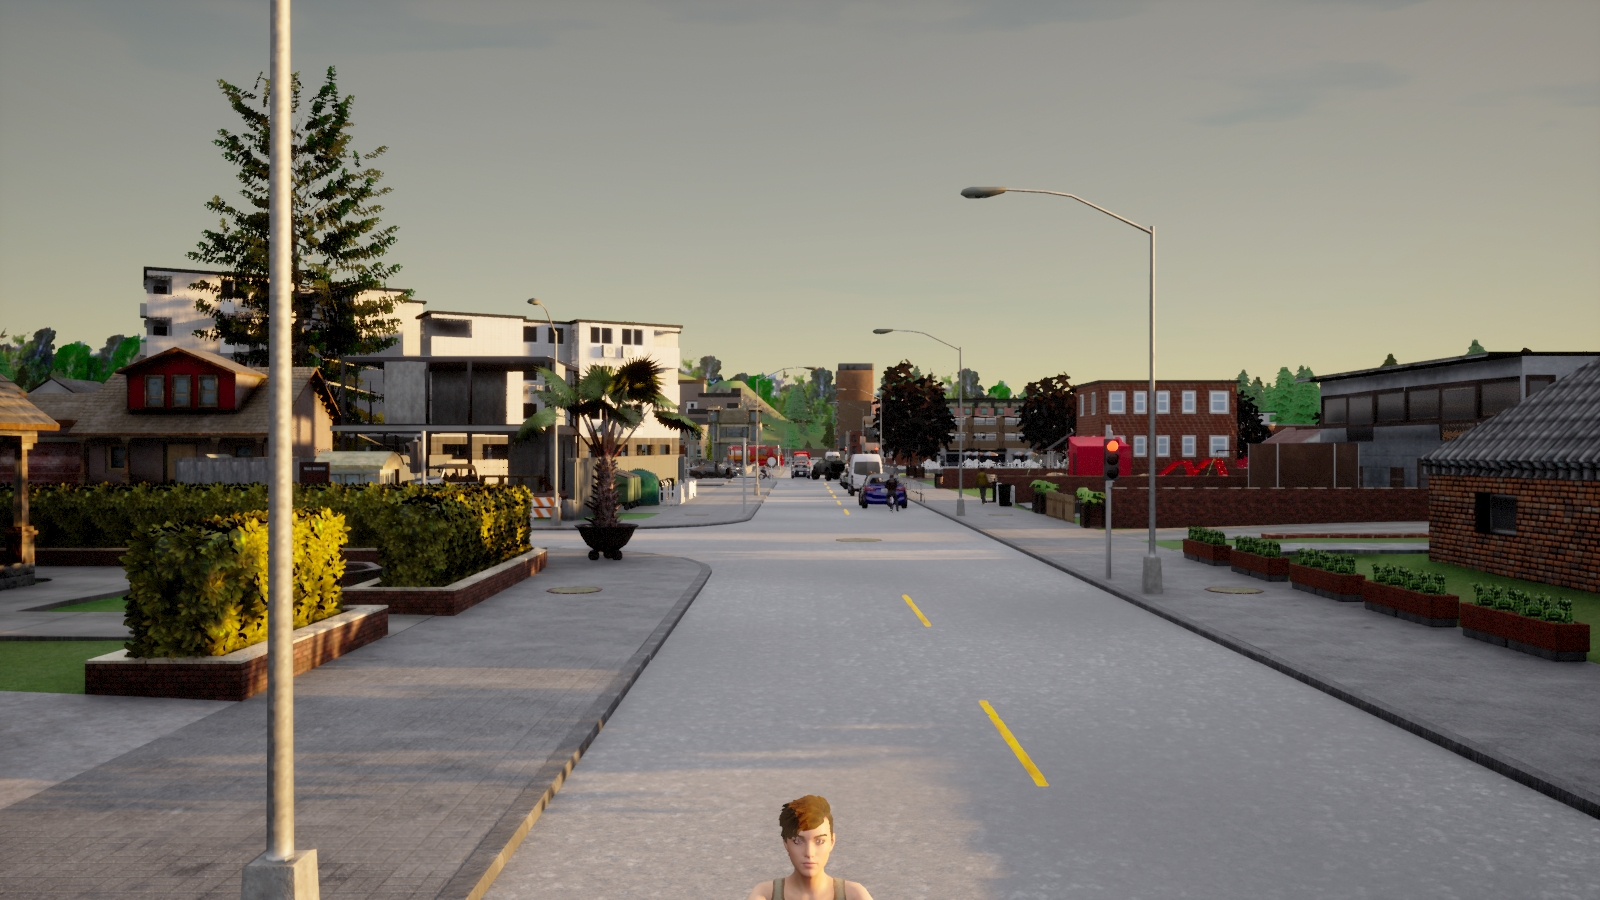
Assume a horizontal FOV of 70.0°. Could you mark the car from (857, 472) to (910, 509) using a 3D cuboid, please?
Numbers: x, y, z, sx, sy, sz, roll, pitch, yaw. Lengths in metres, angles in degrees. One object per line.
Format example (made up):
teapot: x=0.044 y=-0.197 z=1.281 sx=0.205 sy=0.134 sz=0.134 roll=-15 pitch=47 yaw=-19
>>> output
car: x=4.046 y=1.967 z=56.171 sx=2.242 sy=1.667 sz=4.611 roll=0 pitch=0 yaw=0

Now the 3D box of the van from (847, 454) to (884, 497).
van: x=4.045 y=1.534 z=71.355 sx=1.988 sy=2.561 sz=5.915 roll=0 pitch=0 yaw=0

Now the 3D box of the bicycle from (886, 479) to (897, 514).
bicycle: x=4.077 y=2.060 z=50.936 sx=0.329 sy=1.471 sz=1.835 roll=0 pitch=0 yaw=0

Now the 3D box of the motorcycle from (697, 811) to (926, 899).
motorcycle: x=0.039 y=2.155 z=3.558 sx=0.764 sy=1.307 sz=2.356 roll=0 pitch=0 yaw=0

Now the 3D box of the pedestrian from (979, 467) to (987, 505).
pedestrian: x=8.950 y=1.744 z=55.932 sx=0.375 sy=1.860 sz=0.375 roll=0 pitch=0 yaw=12
